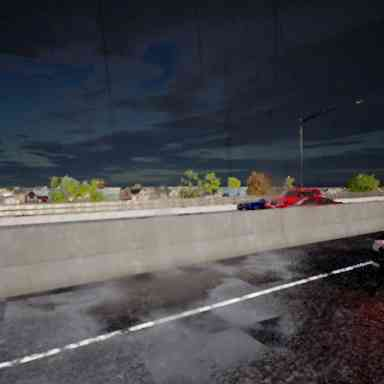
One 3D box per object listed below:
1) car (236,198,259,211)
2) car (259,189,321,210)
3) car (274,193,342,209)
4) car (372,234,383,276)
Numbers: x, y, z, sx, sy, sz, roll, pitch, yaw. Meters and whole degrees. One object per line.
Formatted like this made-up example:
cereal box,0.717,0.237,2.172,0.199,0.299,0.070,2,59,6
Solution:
car,6.215,1.143,29.662,4.718,1.301,1.895,-1,1,-35
car,8.398,0.762,26.907,5.566,2.045,2.150,-1,1,-35
car,8.157,1.074,22.492,5.008,1.535,1.882,-1,1,-35
car,6.367,1.285,8.210,4.902,1.511,2.128,-1,1,-35
